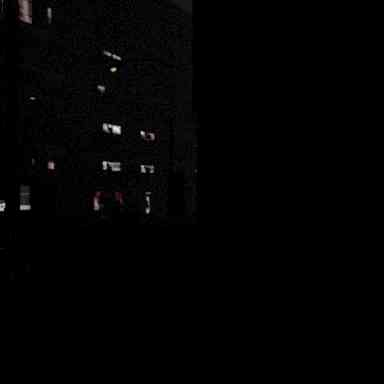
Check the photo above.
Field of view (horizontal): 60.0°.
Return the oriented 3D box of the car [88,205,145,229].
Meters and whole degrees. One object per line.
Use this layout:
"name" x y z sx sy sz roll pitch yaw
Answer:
"car" -5.375 1.683 23.820 1.967 1.590 4.097 -1 -1 38
